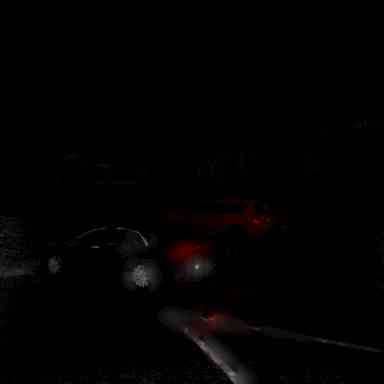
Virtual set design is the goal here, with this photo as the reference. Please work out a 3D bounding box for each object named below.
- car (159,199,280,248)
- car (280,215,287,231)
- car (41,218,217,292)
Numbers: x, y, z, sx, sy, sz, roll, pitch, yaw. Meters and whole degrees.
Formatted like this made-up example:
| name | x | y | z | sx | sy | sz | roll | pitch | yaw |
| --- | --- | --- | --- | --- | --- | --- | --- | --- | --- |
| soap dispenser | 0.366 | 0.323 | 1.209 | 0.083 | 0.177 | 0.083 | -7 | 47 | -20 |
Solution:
| name | x | y | z | sx | sy | sz | roll | pitch | yaw |
| --- | --- | --- | --- | --- | --- | --- | --- | --- | --- |
| car | 0.942 | 1.365 | 15.540 | 5.566 | 2.045 | 2.150 | -1 | -1 | 27 |
| car | 2.753 | 1.651 | 18.547 | 4.902 | 1.511 | 2.128 | -1 | -1 | 27 |
| car | -2.006 | 1.607 | 9.187 | 4.892 | 1.490 | 1.837 | -1 | -1 | 27 |
